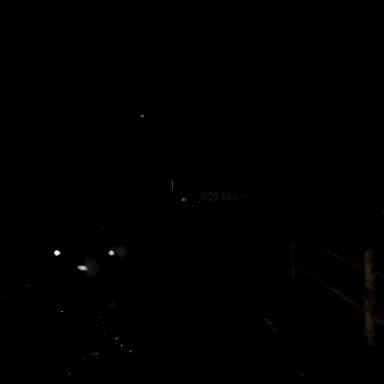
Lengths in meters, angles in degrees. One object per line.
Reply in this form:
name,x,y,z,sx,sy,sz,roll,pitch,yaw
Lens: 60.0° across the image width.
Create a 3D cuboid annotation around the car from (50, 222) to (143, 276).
car,-2.851,1.714,10.934,1.895,1.301,4.718,0,-1,0
